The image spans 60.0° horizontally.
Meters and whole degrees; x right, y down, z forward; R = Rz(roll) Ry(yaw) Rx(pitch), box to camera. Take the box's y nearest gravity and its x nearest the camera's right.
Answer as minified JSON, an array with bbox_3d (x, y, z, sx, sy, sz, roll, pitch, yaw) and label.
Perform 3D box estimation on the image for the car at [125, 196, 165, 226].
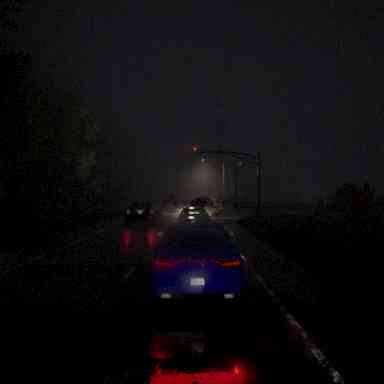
[{"bbox_3d":[-3.391,1.358,23.854,2.097,1.767,4.553,0,0,0],"label":"car"}]

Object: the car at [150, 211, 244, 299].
[{"bbox_3d":[0.103,1.480,8.501,1.882,1.535,5.008,0,0,0],"label":"car"}]

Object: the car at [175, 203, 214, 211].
[{"bbox_3d":[0.110,1.552,18.177,2.033,1.411,5.357,0,0,0],"label":"car"}]

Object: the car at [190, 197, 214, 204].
[{"bbox_3d":[1.341,1.506,48.376,1.837,1.490,4.892,-3,1,-28],"label":"car"}]

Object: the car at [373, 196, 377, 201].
[{"bbox_3d":[19.908,1.490,40.730,5.566,2.045,2.150,0,-1,0],"label":"car"}]

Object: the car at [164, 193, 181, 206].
[{"bbox_3d":[-3.380,1.229,52.572,2.150,2.045,5.566,0,0,0],"label":"car"}]
